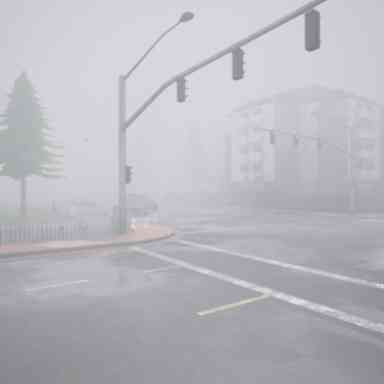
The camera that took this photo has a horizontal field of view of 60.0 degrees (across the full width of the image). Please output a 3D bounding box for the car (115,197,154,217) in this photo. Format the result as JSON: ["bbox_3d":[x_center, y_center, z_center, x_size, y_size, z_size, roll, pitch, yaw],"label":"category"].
[{"bbox_3d":[-5.681,1.507,30.817,1.812,1.442,4.674,0,0,-34],"label":"car"}]

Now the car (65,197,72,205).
[{"bbox_3d":[-16.474,1.453,46.993,1.994,1.385,4.181,0,0,-34],"label":"car"}]

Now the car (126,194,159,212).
[{"bbox_3d":[-5.820,1.198,37.293,2.150,2.045,5.566,0,0,-34],"label":"car"}]

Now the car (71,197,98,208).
[{"bbox_3d":[-13.605,1.546,42.714,1.994,1.385,4.181,0,0,-35],"label":"car"}]
